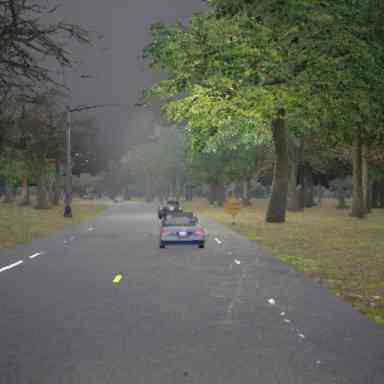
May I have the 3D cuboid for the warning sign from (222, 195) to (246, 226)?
[{"bbox_3d":[2.593,1.149,20.657,1.300,1.860,1.060,0,0,-5],"label":"warning sign"}]

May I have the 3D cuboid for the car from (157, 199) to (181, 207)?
[{"bbox_3d":[-2.004,1.438,29.767,2.097,1.767,4.553,0,0,-8],"label":"car"}]

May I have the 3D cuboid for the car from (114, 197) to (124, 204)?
[{"bbox_3d":[-16.436,1.820,74.611,2.128,1.511,4.902,0,0,-19],"label":"car"}]

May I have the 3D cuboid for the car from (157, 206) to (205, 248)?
[{"bbox_3d":[-0.502,1.582,14.756,2.033,1.411,5.357,0,0,-4],"label":"car"}]
